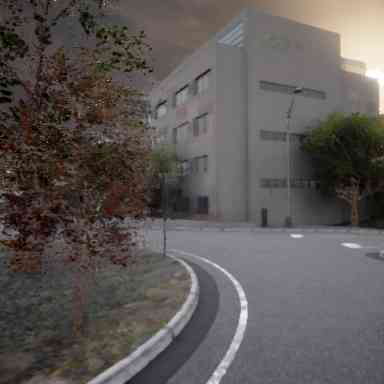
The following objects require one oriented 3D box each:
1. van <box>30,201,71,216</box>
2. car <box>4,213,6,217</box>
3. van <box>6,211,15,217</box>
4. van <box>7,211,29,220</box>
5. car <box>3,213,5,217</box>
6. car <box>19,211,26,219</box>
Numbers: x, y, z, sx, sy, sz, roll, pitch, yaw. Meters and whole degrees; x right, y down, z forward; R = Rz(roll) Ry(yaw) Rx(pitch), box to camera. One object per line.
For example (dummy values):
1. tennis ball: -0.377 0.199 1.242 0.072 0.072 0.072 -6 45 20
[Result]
1. van: -15.697 2.034 37.518 4.442 1.987 1.878 0 -3 -32
2. car: -40.575 5.740 77.773 4.674 1.452 2.002 0 -4 -32
3. van: -36.308 4.856 70.609 4.442 1.987 1.878 0 -4 -32
4. van: -41.943 5.681 80.225 4.442 1.987 1.878 0 -4 -32
5. car: -43.468 6.142 82.539 4.792 1.488 2.163 0 -4 -32
6. car: -20.188 2.560 44.547 5.566 2.045 2.435 0 -4 -32
